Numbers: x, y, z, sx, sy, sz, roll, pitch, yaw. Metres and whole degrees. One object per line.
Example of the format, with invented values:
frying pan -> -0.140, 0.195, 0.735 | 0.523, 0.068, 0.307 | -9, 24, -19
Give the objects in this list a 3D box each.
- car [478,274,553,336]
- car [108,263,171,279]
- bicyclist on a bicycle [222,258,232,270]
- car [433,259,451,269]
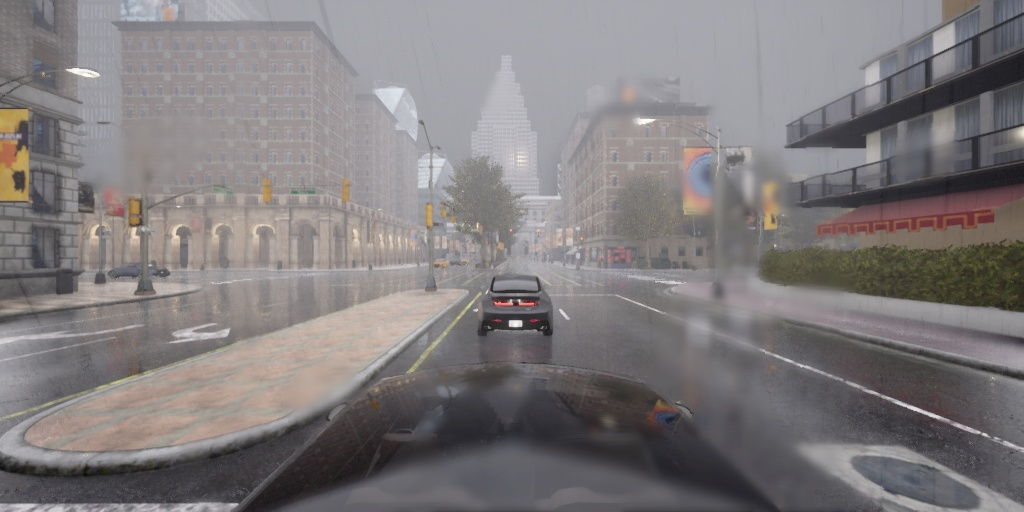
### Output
car -> 0.101, 1.252, 10.369 | 1.837, 1.490, 4.892 | 0, 0, 0
car -> -33.556, 1.304, 32.352 | 4.181, 1.385, 1.994 | 0, 0, 0
bicyclist on a bicycle -> -37.171, 1.036, 46.808 | 0.582, 1.620, 1.656 | 0, 0, 0
car -> -11.434, 1.210, 56.807 | 1.882, 1.535, 5.008 | 0, 0, 1
